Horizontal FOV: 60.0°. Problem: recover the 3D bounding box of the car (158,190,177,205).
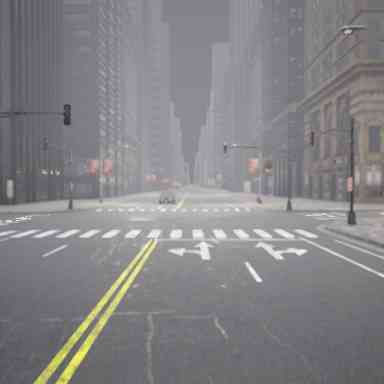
[{"bbox_3d":[-3.249,0.742,44.886,2.150,2.045,5.566,0,2,0],"label":"car"}]
